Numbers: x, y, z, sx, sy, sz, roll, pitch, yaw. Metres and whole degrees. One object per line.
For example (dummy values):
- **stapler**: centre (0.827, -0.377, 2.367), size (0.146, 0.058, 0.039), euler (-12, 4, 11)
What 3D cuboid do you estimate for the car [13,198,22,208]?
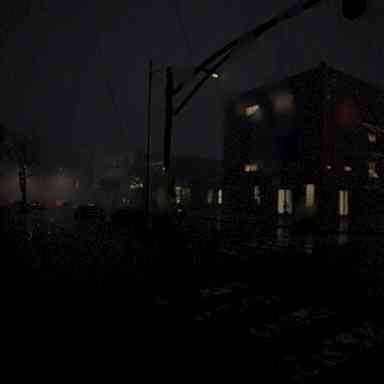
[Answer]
- **car**: centre (-29.299, 2.076, 57.659), size (1.887, 1.381, 4.507), euler (1, -1, -35)

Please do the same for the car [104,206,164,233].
- **car**: centre (-3.586, 1.673, 20.724), size (1.887, 1.381, 4.507), euler (1, -1, -35)

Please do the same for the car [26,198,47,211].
- **car**: centre (-22.897, 1.953, 48.425), size (1.752, 1.417, 4.829), euler (1, -1, -35)

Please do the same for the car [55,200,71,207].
- **car**: centre (-25.426, 2.231, 66.748), size (1.967, 1.590, 4.097), euler (1, -1, -35)

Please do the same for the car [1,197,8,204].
- **car**: centre (-38.636, 1.996, 71.012), size (2.192, 1.841, 5.009), euler (1, -1, -35)

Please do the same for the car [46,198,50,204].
- **car**: centre (-34.945, 2.259, 80.347), size (2.192, 1.841, 5.009), euler (1, -1, -35)

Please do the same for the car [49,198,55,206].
- **car**: centre (-28.600, 2.424, 71.279), size (1.802, 1.307, 4.206), euler (1, -1, -35)

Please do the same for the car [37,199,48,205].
- **car**: centre (-38.218, 2.522, 85.015), size (1.752, 1.417, 4.829), euler (1, -1, -35)

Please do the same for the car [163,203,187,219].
- **car**: centre (-2.303, 1.874, 33.953), size (1.967, 1.590, 4.097), euler (1, -1, -35)

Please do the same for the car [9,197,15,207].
- **car**: centre (-32.291, 2.145, 61.944), size (1.947, 1.339, 4.313), euler (1, -1, -35)

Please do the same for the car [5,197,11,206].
- **car**: centre (-35.464, 2.196, 66.476), size (1.947, 1.339, 4.313), euler (1, -1, -35)

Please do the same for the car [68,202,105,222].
- **car**: centre (-8.749, 1.788, 28.096), size (1.802, 1.307, 4.206), euler (1, -1, -35)
